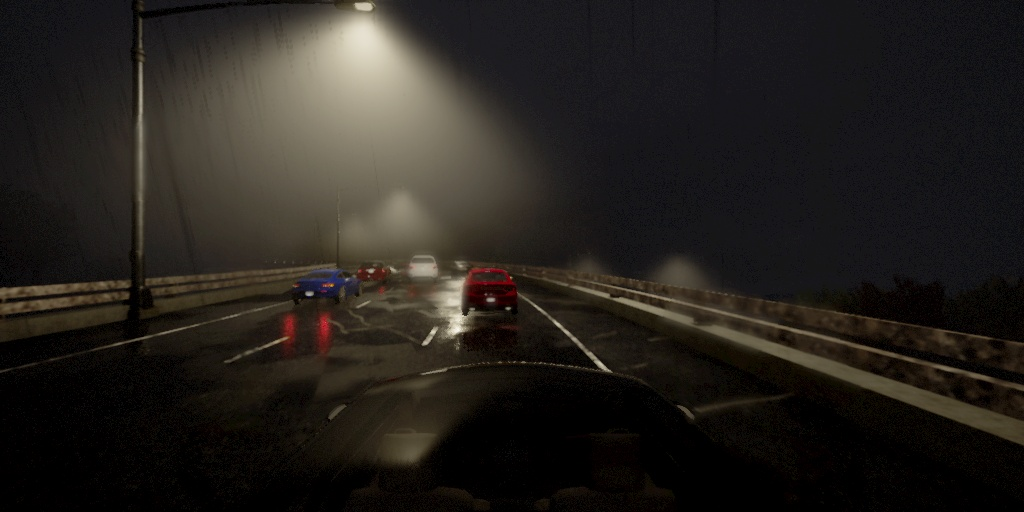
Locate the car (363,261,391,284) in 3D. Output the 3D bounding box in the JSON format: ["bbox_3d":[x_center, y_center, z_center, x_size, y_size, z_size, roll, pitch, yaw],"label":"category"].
[{"bbox_3d":[-10.490,1.138,27.454,2.097,1.767,4.553,0,0,-14],"label":"car"}]

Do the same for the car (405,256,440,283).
[{"bbox_3d":[-7.236,1.008,29.020,2.150,2.045,5.566,0,0,-15],"label":"car"}]

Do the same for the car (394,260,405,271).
[{"bbox_3d":[-15.307,1.318,50.159,1.837,1.490,4.892,0,-1,-26],"label":"car"}]

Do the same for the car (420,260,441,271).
[{"bbox_3d":[-11.490,1.290,50.305,1.882,1.535,5.008,0,-1,-26],"label":"car"}]

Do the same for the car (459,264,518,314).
[{"bbox_3d":[-0.945,1.241,13.889,1.882,1.535,5.008,0,0,-6],"label":"car"}]

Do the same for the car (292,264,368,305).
[{"bbox_3d":[-8.254,1.299,16.321,1.812,1.442,4.674,0,0,-8],"label":"car"}]

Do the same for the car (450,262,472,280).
[{"bbox_3d":[-4.336,1.277,31.546,2.128,1.511,4.902,0,0,-15],"label":"car"}]
